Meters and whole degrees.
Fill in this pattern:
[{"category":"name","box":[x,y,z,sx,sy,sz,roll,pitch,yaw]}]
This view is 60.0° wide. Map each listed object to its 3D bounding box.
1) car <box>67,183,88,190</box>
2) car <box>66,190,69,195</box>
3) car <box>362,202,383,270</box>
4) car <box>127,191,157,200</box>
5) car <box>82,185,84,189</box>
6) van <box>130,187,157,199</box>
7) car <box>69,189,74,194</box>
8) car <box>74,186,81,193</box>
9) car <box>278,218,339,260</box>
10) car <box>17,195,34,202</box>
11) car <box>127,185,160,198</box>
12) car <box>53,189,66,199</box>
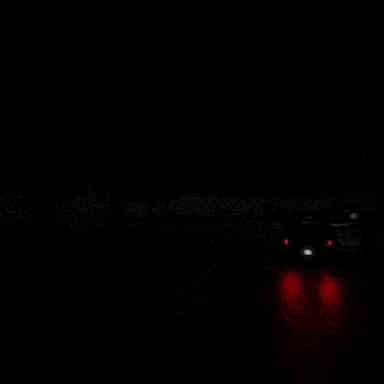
[{"category":"car","box":[-29.960,-1.557,87.292,4.892,1.521,2.231,-3,5,-28]},{"category":"car","box":[-26.686,-0.032,64.072,4.553,1.767,2.185,-3,5,-28]},{"category":"car","box":[6.396,1.209,9.501,2.150,2.045,5.566,-1,0,19]},{"category":"car","box":[-8.455,0.583,56.386,5.008,1.535,2.097,-2,4,-26]},{"category":"car","box":[-28.740,-0.911,78.607,4.792,1.488,2.163,-3,4,-28]},{"category":"van","box":[-8.671,0.142,59.397,4.442,1.987,1.878,-1,4,-26]},{"category":"car","box":[-27.137,-0.113,66.983,5.008,1.535,2.097,-3,5,-28]},{"category":"car","box":[-27.789,-0.539,72.877,5.366,1.575,1.946,-3,5,-28]},{"category":"car","box":[4.472,1.650,12.754,1.895,1.301,4.718,-1,-1,20]},{"category":"car","box":[-25.029,0.964,52.422,4.674,1.452,2.002,-3,5,-28]},{"category":"car","box":[-9.124,-0.092,62.297,5.566,2.045,2.435,-1,5,-26]},{"category":"car","box":[-26.318,0.333,61.144,4.792,1.488,2.163,-3,5,-28]}]
